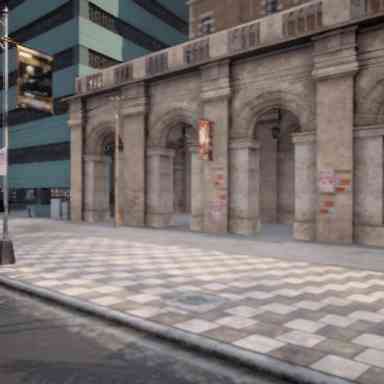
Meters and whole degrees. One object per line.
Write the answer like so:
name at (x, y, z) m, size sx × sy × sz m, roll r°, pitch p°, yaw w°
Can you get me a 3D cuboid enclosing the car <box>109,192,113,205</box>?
car at (-7.991, 1.008, 31.458) m, size 5.566 × 2.045 × 2.435 m, roll 0°, pitch 0°, yaw 36°
